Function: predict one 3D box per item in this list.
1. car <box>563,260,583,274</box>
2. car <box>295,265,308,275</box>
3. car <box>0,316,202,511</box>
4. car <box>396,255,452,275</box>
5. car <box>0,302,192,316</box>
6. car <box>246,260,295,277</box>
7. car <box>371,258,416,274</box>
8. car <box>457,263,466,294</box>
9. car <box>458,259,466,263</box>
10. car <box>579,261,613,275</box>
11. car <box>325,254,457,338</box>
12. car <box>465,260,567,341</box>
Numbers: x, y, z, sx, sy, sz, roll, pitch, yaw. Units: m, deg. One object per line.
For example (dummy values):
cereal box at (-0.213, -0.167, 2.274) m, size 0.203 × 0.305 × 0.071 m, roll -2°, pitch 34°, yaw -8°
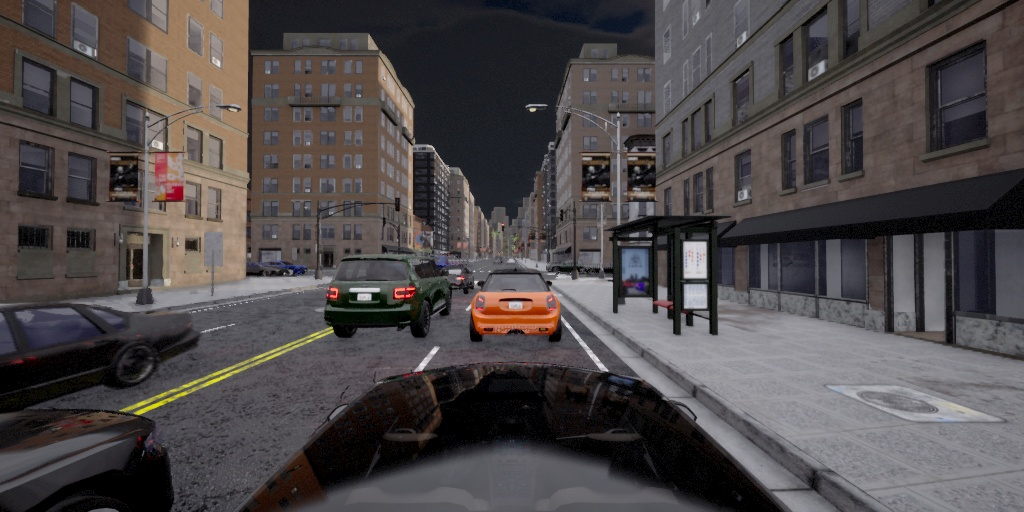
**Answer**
car at (6.449, 1.212, 42.107) m, size 4.553 × 1.767 × 2.097 m, roll 0°, pitch -1°, yaw 0°
car at (-22.793, 1.151, 35.228) m, size 5.008 × 1.535 × 1.882 m, roll 0°, pitch -1°, yaw 0°
car at (-3.144, 1.241, 0.336) m, size 2.128 × 1.511 × 4.902 m, roll 0°, pitch 0°, yaw 0°
car at (-9.395, 0.991, 38.752) m, size 5.566 × 2.045 × 2.150 m, roll 0°, pitch -1°, yaw 0°
car at (-6.605, 1.298, 4.132) m, size 2.033 × 1.411 × 5.357 m, roll 0°, pitch 0°, yaw 0°
car at (-22.923, 1.177, 31.978) m, size 5.357 × 1.411 × 2.033 m, roll 0°, pitch -1°, yaw 0°
car at (-13.764, 1.145, 41.973) m, size 4.553 × 1.767 × 2.097 m, roll 0°, pitch -1°, yaw 0°
car at (-3.202, 1.283, 20.080) m, size 1.812 × 1.442 × 4.674 m, roll 0°, pitch 0°, yaw 0°
car at (-9.966, 1.297, 64.364) m, size 1.812 × 1.442 × 4.674 m, roll 0°, pitch 0°, yaw 0°
car at (10.066, 1.431, 38.865) m, size 4.718 × 1.301 × 1.895 m, roll 0°, pitch -1°, yaw 0°
car at (-3.173, 0.975, 10.373) m, size 2.150 × 2.045 × 5.566 m, roll 0°, pitch 0°, yaw 0°
car at (0.079, 1.105, 9.988) m, size 2.097 × 1.767 × 4.553 m, roll 0°, pitch 0°, yaw 0°
